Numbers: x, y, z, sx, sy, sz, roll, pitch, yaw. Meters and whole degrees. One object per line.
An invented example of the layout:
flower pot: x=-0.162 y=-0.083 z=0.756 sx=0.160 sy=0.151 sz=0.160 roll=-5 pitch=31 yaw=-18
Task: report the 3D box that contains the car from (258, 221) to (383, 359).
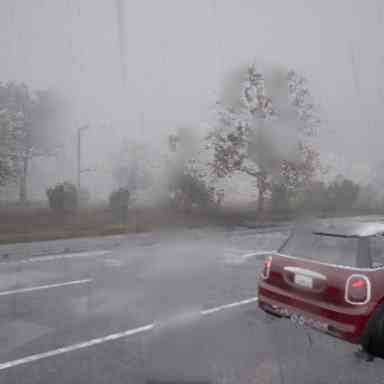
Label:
car: x=3.403 y=1.334 z=6.144 sx=4.553 sy=1.767 sz=2.097 roll=0 pitch=0 yaw=-35
